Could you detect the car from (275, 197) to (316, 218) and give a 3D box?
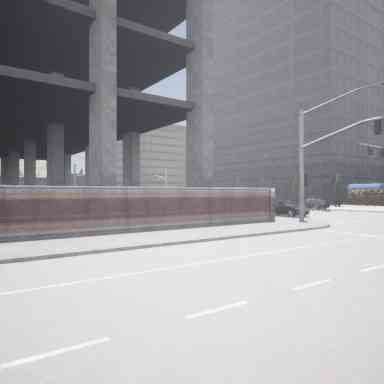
[{"bbox_3d":[8.547,1.505,30.860,1.837,1.490,4.892,0,0,-35],"label":"car"}]

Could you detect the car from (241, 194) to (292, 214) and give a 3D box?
[{"bbox_3d":[8.223,1.221,37.318,2.150,2.045,5.566,0,0,-36],"label":"car"}]

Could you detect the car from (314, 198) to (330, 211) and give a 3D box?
[{"bbox_3d":[14.484,1.491,40.903,2.128,1.511,4.902,0,0,-36],"label":"car"}]
